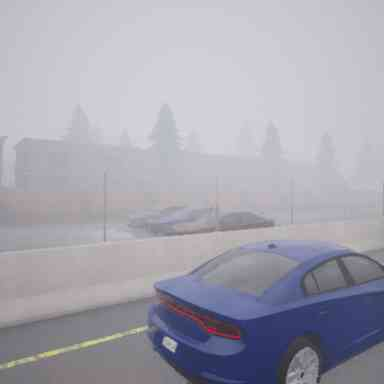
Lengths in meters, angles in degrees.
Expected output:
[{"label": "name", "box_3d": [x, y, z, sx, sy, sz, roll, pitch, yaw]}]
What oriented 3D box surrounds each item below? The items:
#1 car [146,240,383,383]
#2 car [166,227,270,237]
[{"label": "car", "box_3d": [1.763, 1.476, 5.027, 5.008, 1.535, 1.882, 0, 0, -36]}, {"label": "car", "box_3d": [1.242, 1.475, 13.527, 5.008, 1.535, 1.882, 0, 0, -36]}]
